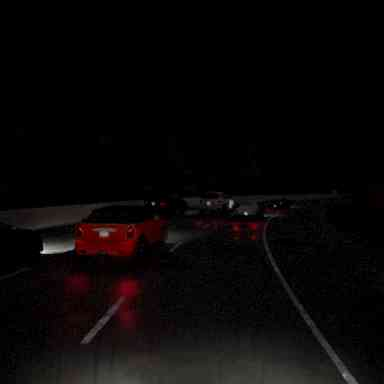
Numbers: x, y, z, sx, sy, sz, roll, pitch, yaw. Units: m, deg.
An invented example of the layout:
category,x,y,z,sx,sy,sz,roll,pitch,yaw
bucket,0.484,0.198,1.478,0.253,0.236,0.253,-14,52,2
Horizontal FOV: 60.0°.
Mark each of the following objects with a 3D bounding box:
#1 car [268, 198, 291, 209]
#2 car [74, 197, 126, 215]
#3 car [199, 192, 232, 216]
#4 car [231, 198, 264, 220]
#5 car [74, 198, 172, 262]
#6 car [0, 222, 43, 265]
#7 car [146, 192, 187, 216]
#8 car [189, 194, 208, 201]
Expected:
category,x,y,z,sx,sy,sz,roll,pitch,yaw
car,10.738,1.324,40.597,1.895,1.301,4.718,0,1,28
car,-8.579,1.285,31.633,2.033,1.411,5.357,0,0,19
car,2.319,0.998,30.442,2.150,2.045,5.566,0,0,20
car,4.582,1.341,26.194,1.812,1.442,4.674,0,0,17
car,-2.315,1.255,11.962,2.097,1.767,4.553,0,0,8
car,-6.148,1.474,9.547,1.994,1.385,4.181,0,0,6
car,-2.184,1.003,28.117,2.150,2.045,5.566,0,0,17
car,1.356,1.075,65.586,1.994,1.385,4.181,0,0,29
